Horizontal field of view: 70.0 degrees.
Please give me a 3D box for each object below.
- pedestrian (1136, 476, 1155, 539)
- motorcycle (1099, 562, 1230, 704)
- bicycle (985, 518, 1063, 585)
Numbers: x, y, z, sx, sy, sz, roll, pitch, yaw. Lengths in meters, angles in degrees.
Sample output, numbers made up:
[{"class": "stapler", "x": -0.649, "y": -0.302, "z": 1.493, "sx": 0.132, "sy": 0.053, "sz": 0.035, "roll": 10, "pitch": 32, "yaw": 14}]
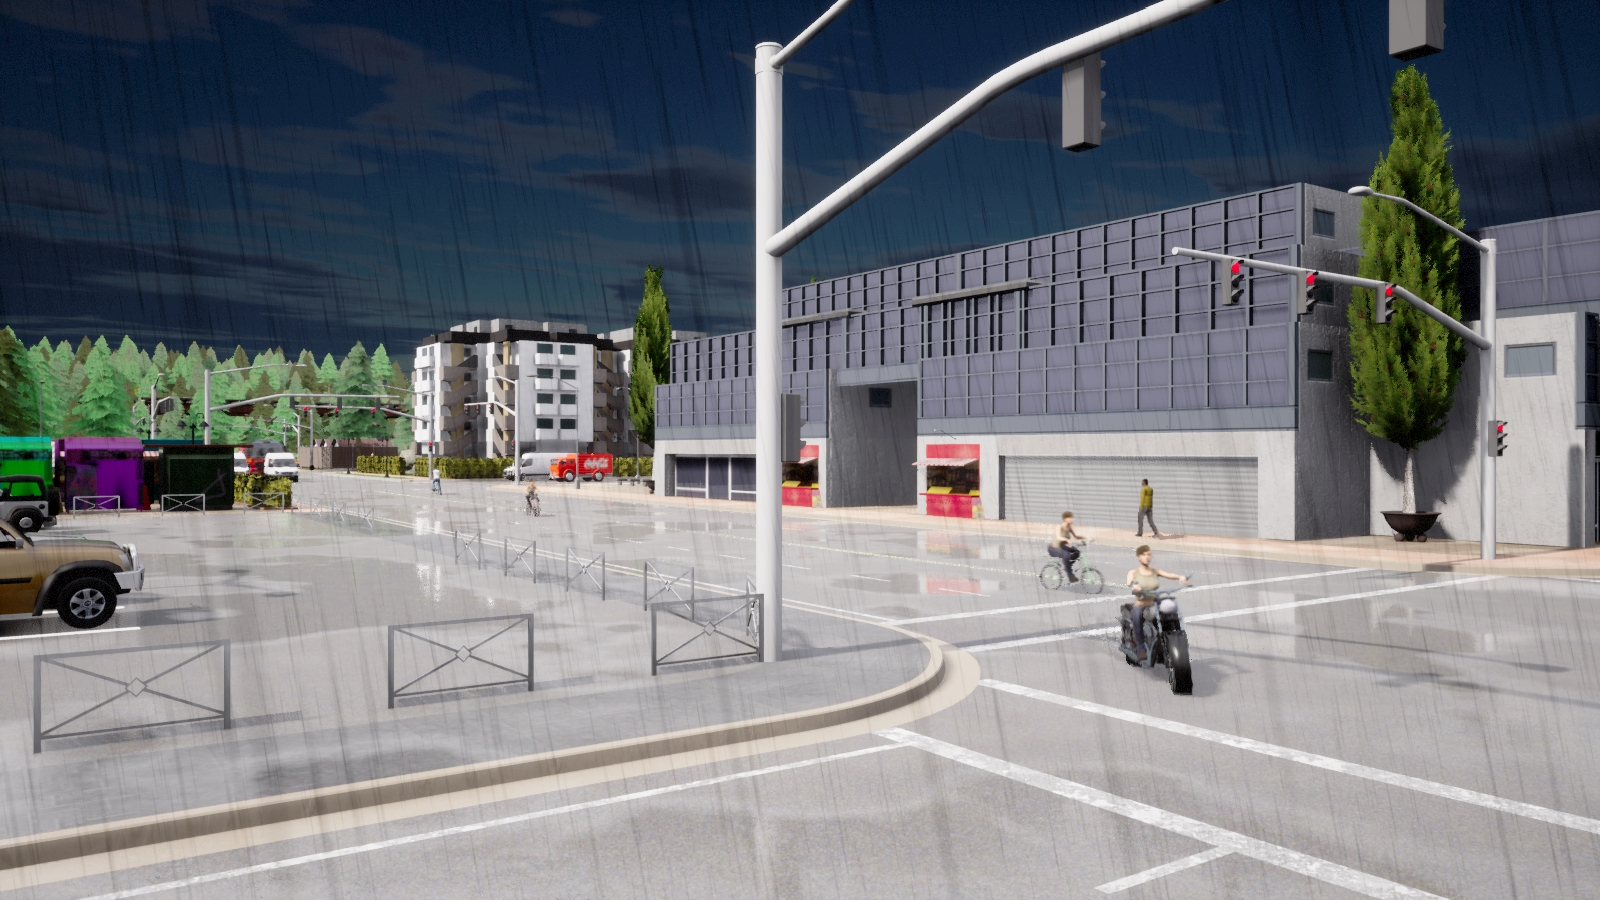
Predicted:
[{"class": "pedestrian", "x": 10.274, "y": 1.696, "z": 33.988, "sx": 0.375, "sy": 1.860, "sz": 0.375, "roll": 0, "pitch": 0, "yaw": -28}, {"class": "motorcycle", "x": 4.375, "y": 2.155, "z": 13.920, "sx": 0.764, "sy": 1.307, "sz": 2.356, "roll": -3, "pitch": 0, "yaw": -1}, {"class": "bicycle", "x": 4.788, "y": 2.158, "z": 24.505, "sx": 0.859, "sy": 1.276, "sz": 1.487, "roll": 0, "pitch": 0, "yaw": -33}]
